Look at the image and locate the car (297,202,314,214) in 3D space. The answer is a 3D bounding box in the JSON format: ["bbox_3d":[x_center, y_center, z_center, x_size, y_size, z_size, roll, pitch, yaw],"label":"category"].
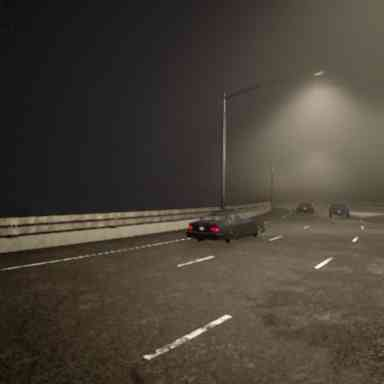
[{"bbox_3d":[14.429,1.987,42.330,1.994,1.385,4.181,0,0,19],"label":"car"}]

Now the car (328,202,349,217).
[{"bbox_3d":[15.930,1.876,36.171,1.882,1.535,5.008,1,0,22],"label":"car"}]

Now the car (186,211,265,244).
[{"bbox_3d":[1.830,1.672,16.552,2.033,1.411,5.357,0,0,34],"label":"car"}]
